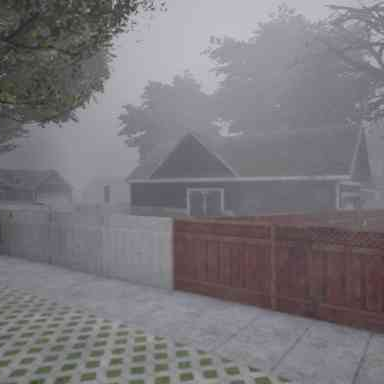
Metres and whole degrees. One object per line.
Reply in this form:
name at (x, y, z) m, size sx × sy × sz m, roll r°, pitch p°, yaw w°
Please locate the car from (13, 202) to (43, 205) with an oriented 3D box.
car at (-16.356, 1.722, 32.270) m, size 1.837 × 1.490 × 4.892 m, roll 0°, pitch 0°, yaw 35°
